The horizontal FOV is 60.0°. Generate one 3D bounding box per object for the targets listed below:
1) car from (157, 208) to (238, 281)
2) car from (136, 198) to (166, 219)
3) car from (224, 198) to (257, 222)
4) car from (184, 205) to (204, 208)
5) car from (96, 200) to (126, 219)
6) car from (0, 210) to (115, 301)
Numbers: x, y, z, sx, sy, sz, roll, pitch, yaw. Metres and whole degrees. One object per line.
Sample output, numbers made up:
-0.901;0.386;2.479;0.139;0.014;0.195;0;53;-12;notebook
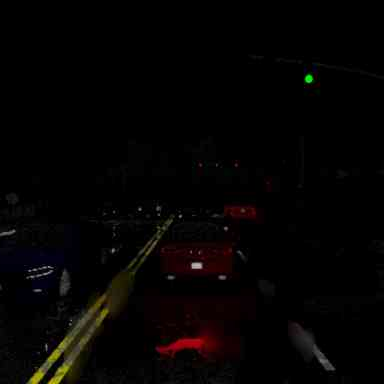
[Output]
0.104;1.469;9.808;1.882;1.535;5.008;0;0;0;car
-3.486;1.346;28.920;2.097;1.767;4.553;0;0;0;car
3.639;1.329;25.761;2.097;1.767;4.553;0;0;1;car
0.111;1.528;21.329;2.033;1.411;5.357;0;0;0;car
-6.987;1.522;28.892;1.837;1.490;4.892;0;0;0;car
-3.593;1.470;8.585;1.882;1.535;5.008;0;0;0;car
